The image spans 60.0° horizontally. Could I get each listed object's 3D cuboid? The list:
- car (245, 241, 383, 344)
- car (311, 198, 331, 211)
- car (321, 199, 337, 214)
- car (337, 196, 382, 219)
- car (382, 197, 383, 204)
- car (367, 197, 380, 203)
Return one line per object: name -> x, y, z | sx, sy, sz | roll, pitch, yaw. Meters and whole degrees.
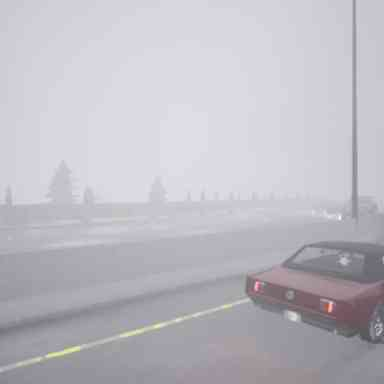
car -> 3.280, 1.633, 6.525 | 4.718, 1.301, 1.895 | 0, 0, -39
car -> 17.399, 1.564, 44.169 | 2.097, 1.767, 4.553 | 0, 0, 37
car -> 16.214, 1.741, 36.752 | 1.994, 1.385, 4.181 | 0, 0, 37
car -> 14.714, 1.360, 28.969 | 2.150, 2.045, 5.566 | 0, 0, 37
car -> 40.707, 1.763, 69.352 | 1.882, 1.535, 5.008 | 0, 0, 37
car -> 41.971, 1.839, 76.885 | 1.895, 1.301, 4.718 | 0, 0, 37
